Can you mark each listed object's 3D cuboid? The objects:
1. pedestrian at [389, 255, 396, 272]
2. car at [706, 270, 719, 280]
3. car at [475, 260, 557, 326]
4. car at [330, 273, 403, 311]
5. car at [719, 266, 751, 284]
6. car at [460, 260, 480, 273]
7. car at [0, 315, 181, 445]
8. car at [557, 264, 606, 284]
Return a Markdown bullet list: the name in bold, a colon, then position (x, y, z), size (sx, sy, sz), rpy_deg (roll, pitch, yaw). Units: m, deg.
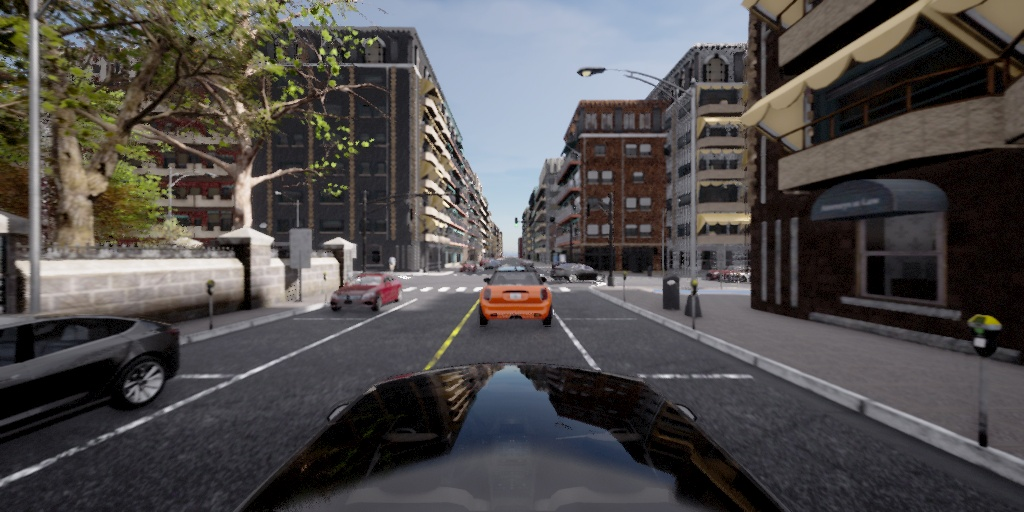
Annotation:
- **pedestrian**: position (-12.710, 0.764, 37.946), size (0.375, 1.860, 0.375), rpy_deg (0, -1, -1)
- **car**: position (21.382, 1.676, 35.383), size (4.097, 1.591, 1.967), rpy_deg (0, 0, -1)
- **car**: position (0.102, 1.132, 11.993), size (2.097, 1.767, 4.553), rpy_deg (0, 0, 0)
- **car**: position (-5.688, 1.370, 14.539), size (1.802, 1.307, 4.207), rpy_deg (0, 0, 0)
- **car**: position (22.057, 1.780, 32.830), size (4.674, 1.442, 1.812), rpy_deg (1, 0, -1)
- **car**: position (-5.686, 1.328, 46.949), size (1.967, 1.591, 4.097), rpy_deg (0, 0, 0)
- **car**: position (-5.688, 1.321, 3.469), size (1.948, 1.339, 4.313), rpy_deg (0, 0, 0)
- **car**: position (5.331, 1.387, 28.465), size (4.902, 1.511, 2.128), rpy_deg (3, -1, -31)
